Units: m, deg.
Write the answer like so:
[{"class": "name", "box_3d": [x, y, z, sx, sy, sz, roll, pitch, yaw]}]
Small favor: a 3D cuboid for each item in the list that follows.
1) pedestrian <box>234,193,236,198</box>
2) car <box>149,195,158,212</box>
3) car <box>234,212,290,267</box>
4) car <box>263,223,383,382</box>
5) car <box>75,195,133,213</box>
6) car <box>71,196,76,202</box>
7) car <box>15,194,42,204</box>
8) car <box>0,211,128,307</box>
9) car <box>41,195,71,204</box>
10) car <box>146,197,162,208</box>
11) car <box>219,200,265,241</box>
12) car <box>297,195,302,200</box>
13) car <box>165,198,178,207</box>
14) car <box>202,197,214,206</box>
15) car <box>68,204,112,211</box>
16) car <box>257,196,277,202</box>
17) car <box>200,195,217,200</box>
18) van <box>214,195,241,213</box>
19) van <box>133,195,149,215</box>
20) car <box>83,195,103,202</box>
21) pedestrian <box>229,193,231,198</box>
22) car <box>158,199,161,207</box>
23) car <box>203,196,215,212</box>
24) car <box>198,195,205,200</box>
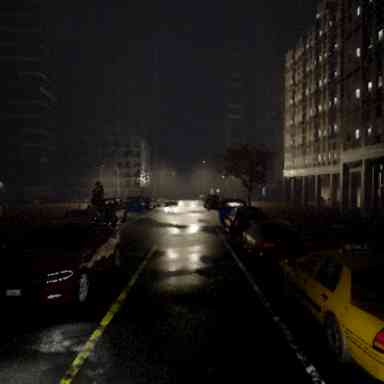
[{"class": "pedestrian", "box_3d": [8.129, 1.155, 63.265, 0.375, 1.860, 0.375, -1, 1, 0]}, {"class": "car", "box_3d": [-5.712, 1.303, 39.239, 2.192, 1.841, 5.009, -1, 0, 0]}, {"class": "car", "box_3d": [2.677, 1.579, 11.113, 1.802, 1.307, 4.206, -1, 0, 0]}, {"class": "car", "box_3d": [2.676, 1.524, 5.657, 1.752, 1.417, 4.829, -1, 0, 0]}, {"class": "car", "box_3d": [-5.710, 1.309, 22.362, 2.192, 1.841, 5.009, -1, 0, 0]}, {"class": "car", "box_3d": [-28.206, 1.617, 75.717, 4.206, 1.307, 1.802, 0, 1, -5]}, {"class": "car", "box_3d": [-33.115, 1.681, 66.836, 4.097, 1.590, 1.967, 0, 1, -5]}, {"class": "car", "box_3d": [-3.100, 1.475, 8.274, 1.882, 1.535, 5.008, 0, 0, 0]}, {"class": "car", "box_3d": [-27.497, 1.775, 67.359, 4.313, 1.339, 1.947, 0, 1, -5]}, {"class": "car", "box_3d": [-5.709, 1.509, 50.320, 1.752, 1.417, 4.829, -1, 0, 0]}, {"class": "car", "box_3d": [2.673, 1.436, 16.738, 1.967, 1.590, 4.097, -1, 0, 0]}, {"class": "car", "box_3d": [26.430, 1.285, 80.762, 4.313, 1.339, 1.947, 0, 1, -5]}, {"class": "car", "box_3d": [-3.081, 1.585, 50.453, 1.895, 1.301, 4.718, 0, 0, 0]}, {"class": "car", "box_3d": [2.672, 1.564, 56.116, 1.802, 1.307, 4.206, -1, 0, 0]}, {"class": "car", "box_3d": [-5.705, 1.546, 16.737, 2.008, 1.369, 4.403, -1, 0, 0]}, {"class": "car", "box_3d": [16.120, 1.523, 71.394, 4.313, 1.339, 1.947, 0, 1, -5]}, {"class": "car", "box_3d": [2.668, 1.302, 44.865, 2.192, 1.841, 5.009, -1, 0, 0]}, {"class": "van", "box_3d": [2.670, 1.335, 22.363, 1.690, 1.788, 3.998, -1, 0, 0]}, {"class": "van", "box_3d": [-5.711, 1.331, 33.613, 1.690, 1.788, 3.998, -1, 0, 0]}, {"class": "car", "box_3d": [-22.581, 1.443, 76.237, 4.097, 1.590, 1.967, 0, 1, -5]}, {"class": "pedestrian", "box_3d": [7.129, 1.131, 62.664, 0.375, 1.860, 0.375, -1, 1, 0]}, {"class": "car", "box_3d": [-5.708, 1.568, 44.865, 1.802, 1.307, 4.206, -1, 0, 0]}, {"class": "car", "box_3d": [2.673, 1.533, 39.239, 1.887, 1.381, 4.507, -1, 0, 0]}, {"class": "car", "box_3d": [2.796, 1.480, 95.654, 1.752, 1.417, 4.829, -1, 0, 0]}]
